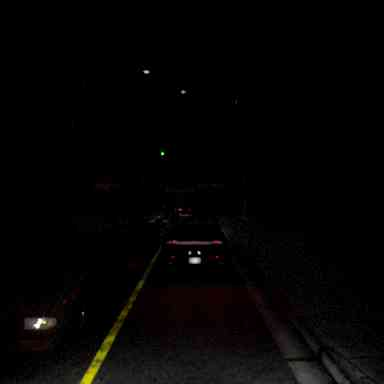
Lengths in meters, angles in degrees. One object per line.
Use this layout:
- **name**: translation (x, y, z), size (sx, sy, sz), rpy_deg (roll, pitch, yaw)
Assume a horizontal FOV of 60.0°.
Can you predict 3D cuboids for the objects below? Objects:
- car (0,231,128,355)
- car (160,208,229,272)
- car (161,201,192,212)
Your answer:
- **car**: translation (-2.598, 1.547, 6.693), size (2.033, 1.411, 5.357), rpy_deg (0, 0, 0)
- **car**: translation (0.079, 1.492, 10.727), size (2.128, 1.511, 4.902), rpy_deg (0, 0, 0)
- **car**: translation (-1.221, 1.495, 26.746), size (1.837, 1.490, 4.892), rpy_deg (1, -1, -18)
